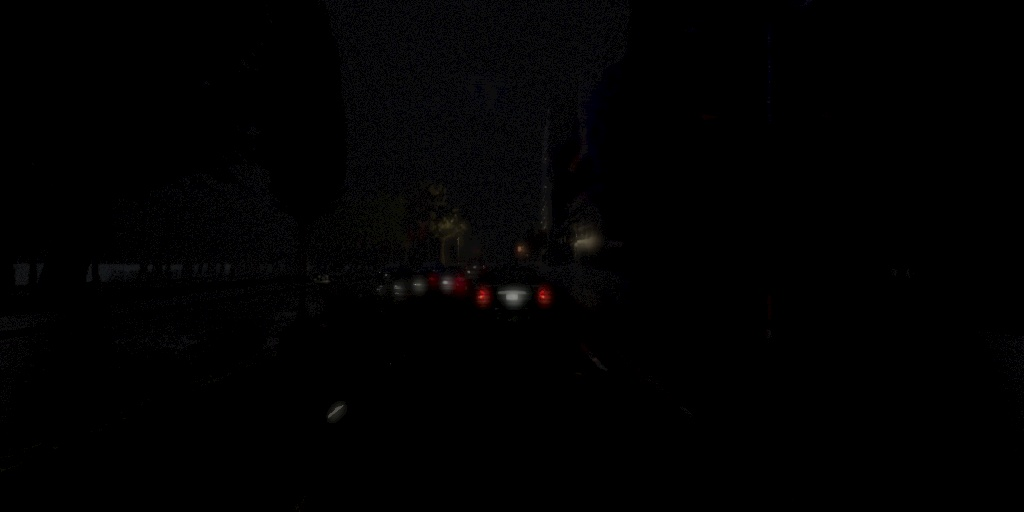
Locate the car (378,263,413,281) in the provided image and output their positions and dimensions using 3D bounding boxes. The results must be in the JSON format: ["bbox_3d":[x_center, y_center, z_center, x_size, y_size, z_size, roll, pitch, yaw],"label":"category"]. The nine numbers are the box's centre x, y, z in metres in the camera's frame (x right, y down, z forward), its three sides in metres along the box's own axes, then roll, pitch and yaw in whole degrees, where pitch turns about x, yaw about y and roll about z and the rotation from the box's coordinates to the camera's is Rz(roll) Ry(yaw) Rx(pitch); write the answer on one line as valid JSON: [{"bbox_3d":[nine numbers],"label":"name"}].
[{"bbox_3d":[-9.928,1.326,30.854,1.812,1.442,4.674,0,0,0],"label":"car"}]

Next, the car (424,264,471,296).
[{"bbox_3d":[-3.202,1.340,19.736,1.994,1.385,4.181,0,0,0],"label":"car"}]

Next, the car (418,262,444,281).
[{"bbox_3d":[-6.679,1.278,30.955,1.882,1.535,5.008,0,0,0],"label":"car"}]

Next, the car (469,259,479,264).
[{"bbox_3d":[-3.245,1.163,35.117,2.097,1.767,4.553,0,0,0],"label":"car"}]

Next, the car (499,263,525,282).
[{"bbox_3d":[0.016,1.346,30.555,2.033,1.411,5.357,0,0,0],"label":"car"}]

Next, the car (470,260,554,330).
[{"bbox_3d":[0.059,1.113,11.346,2.097,1.767,4.553,0,0,0],"label":"car"}]
